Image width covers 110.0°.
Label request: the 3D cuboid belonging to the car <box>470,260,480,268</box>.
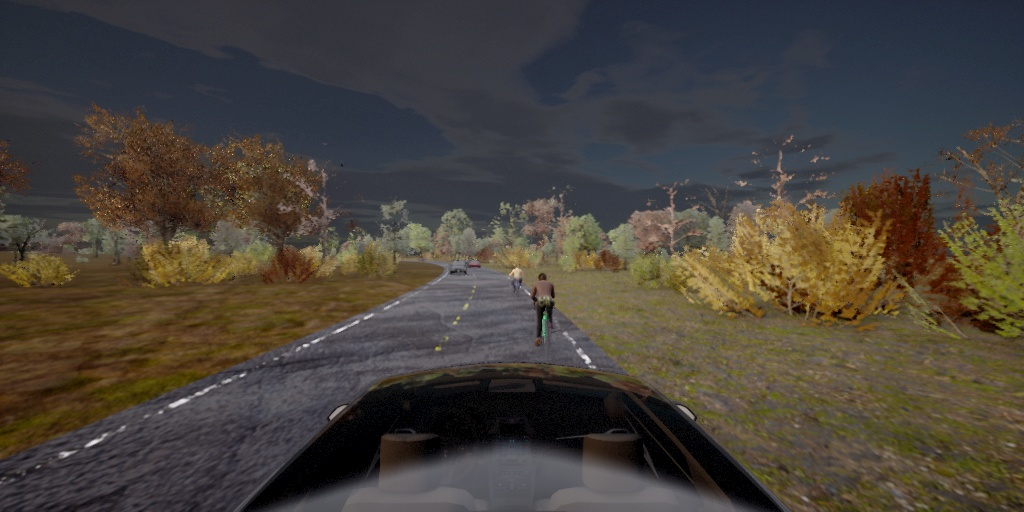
[{"bbox_3d":[-6.755,1.309,62.469,1.994,1.385,4.181,0,0,-12],"label":"car"}]

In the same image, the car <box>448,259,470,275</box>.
[{"bbox_3d":[-5.731,1.255,38.545,1.837,1.490,4.892,0,0,-8],"label":"car"}]

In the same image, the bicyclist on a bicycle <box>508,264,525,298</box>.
[{"bbox_3d":[0.248,1.187,17.656,0.866,1.612,1.509,0,0,-3],"label":"bicyclist on a bicycle"}]

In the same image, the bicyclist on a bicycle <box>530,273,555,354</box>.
[{"bbox_3d":[0.691,1.201,7.805,0.582,1.620,1.656,0,0,-1],"label":"bicyclist on a bicycle"}]
